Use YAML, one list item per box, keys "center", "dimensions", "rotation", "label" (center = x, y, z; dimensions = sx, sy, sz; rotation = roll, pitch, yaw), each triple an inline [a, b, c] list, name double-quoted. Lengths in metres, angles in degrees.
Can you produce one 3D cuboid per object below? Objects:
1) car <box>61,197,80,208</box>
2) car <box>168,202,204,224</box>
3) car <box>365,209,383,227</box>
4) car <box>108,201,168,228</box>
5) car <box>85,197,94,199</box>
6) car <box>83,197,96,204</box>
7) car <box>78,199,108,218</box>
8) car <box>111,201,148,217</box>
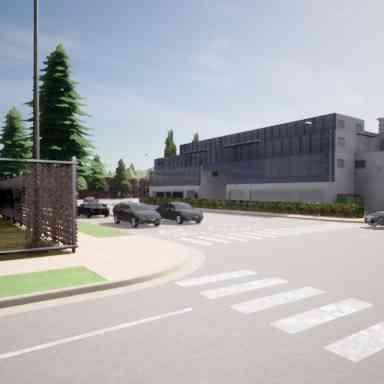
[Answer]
- center: [-18.611, 1.494, 50.837]
  dimensions: [1.882, 1.535, 5.008]
  rotation: [0, 0, -29]
  label: "car"
- center: [-1.054, 1.521, 25.025]
  dimensions: [1.837, 1.490, 4.892]
  rotation: [0, 0, -35]
  label: "car"
- center: [13.518, 1.507, 21.176]
  dimensions: [4.902, 1.511, 2.128]
  rotation: [0, 0, -8]
  label: "car"
- center: [-3.843, 1.521, 22.912]
  dimensions: [1.837, 1.490, 4.892]
  rotation: [0, 0, -35]
  label: "car"
- center: [-11.895, 1.617, 40.536]
  dimensions: [1.895, 1.301, 4.718]
  rotation: [0, 0, -35]
  label: "car"
- center: [-19.859, 1.617, 64.489]
  dimensions: [1.895, 1.301, 4.718]
  rotation: [0, 0, -12]
  label: "car"
- center: [-9.164, 1.617, 30.492]
  dimensions: [1.895, 1.301, 4.718]
  rotation: [0, 0, -35]
  label: "car"
- center: [-6.167, 1.580, 32.325]
  dimensions: [1.994, 1.385, 4.181]
  rotation: [0, 0, -35]
  label: "car"
